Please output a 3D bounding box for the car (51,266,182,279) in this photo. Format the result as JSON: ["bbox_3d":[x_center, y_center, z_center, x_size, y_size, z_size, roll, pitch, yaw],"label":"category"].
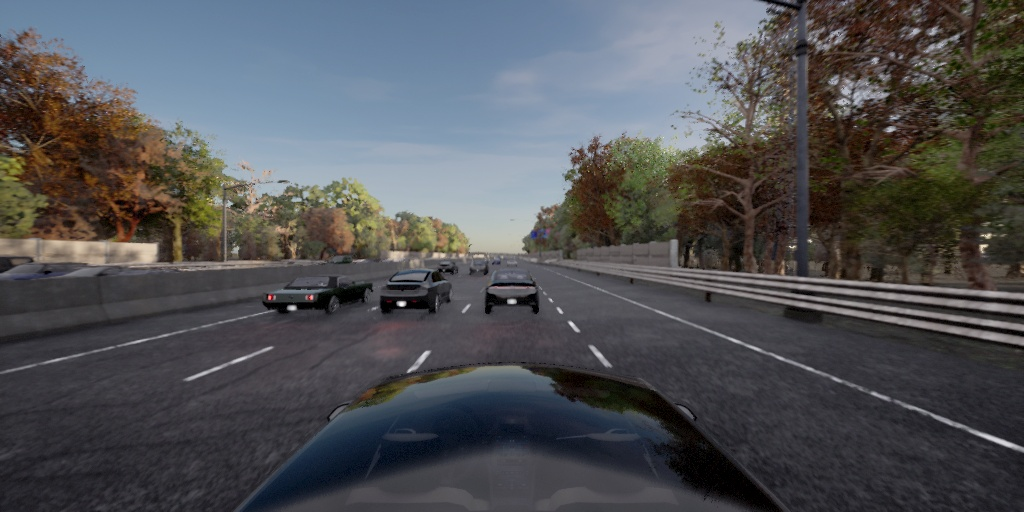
[{"bbox_3d":[-17.590,1.309,17.217,2.033,1.411,5.357,0,0,0],"label":"car"}]

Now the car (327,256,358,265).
[{"bbox_3d":[-27.949,0.999,58.545,2.150,2.045,5.566,0,0,1],"label":"car"}]

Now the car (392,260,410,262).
[{"bbox_3d":[-17.496,1.335,58.748,1.994,1.385,4.181,0,0,1],"label":"car"}]

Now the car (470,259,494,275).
[{"bbox_3d":[-3.482,1.253,39.009,2.128,1.511,4.902,0,0,0],"label":"car"}]

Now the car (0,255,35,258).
[{"bbox_3d":[-28.081,0.987,18.285,2.150,2.045,5.566,0,0,0],"label":"car"}]

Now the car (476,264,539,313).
[{"bbox_3d":[0.003,1.245,13.918,2.128,1.511,4.902,0,0,0],"label":"car"}]

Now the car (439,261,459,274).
[{"bbox_3d":[-6.984,1.269,39.212,1.837,1.490,4.892,0,0,0],"label":"car"}]

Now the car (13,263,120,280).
[{"bbox_3d":[-21.081,1.241,18.398,1.882,1.535,5.008,0,0,0],"label":"car"}]

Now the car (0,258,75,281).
[{"bbox_3d":[-24.580,1.117,18.669,2.097,1.767,4.553,0,0,0],"label":"car"}]

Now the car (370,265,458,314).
[{"bbox_3d":[-3.500,1.261,13.802,1.837,1.490,4.892,0,0,0],"label":"car"}]

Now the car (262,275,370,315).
[{"bbox_3d":[-6.994,1.357,13.630,1.895,1.301,4.718,0,0,0],"label":"car"}]

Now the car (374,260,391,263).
[{"bbox_3d":[-20.982,1.328,60.748,2.033,1.411,5.357,0,0,0],"label":"car"}]
